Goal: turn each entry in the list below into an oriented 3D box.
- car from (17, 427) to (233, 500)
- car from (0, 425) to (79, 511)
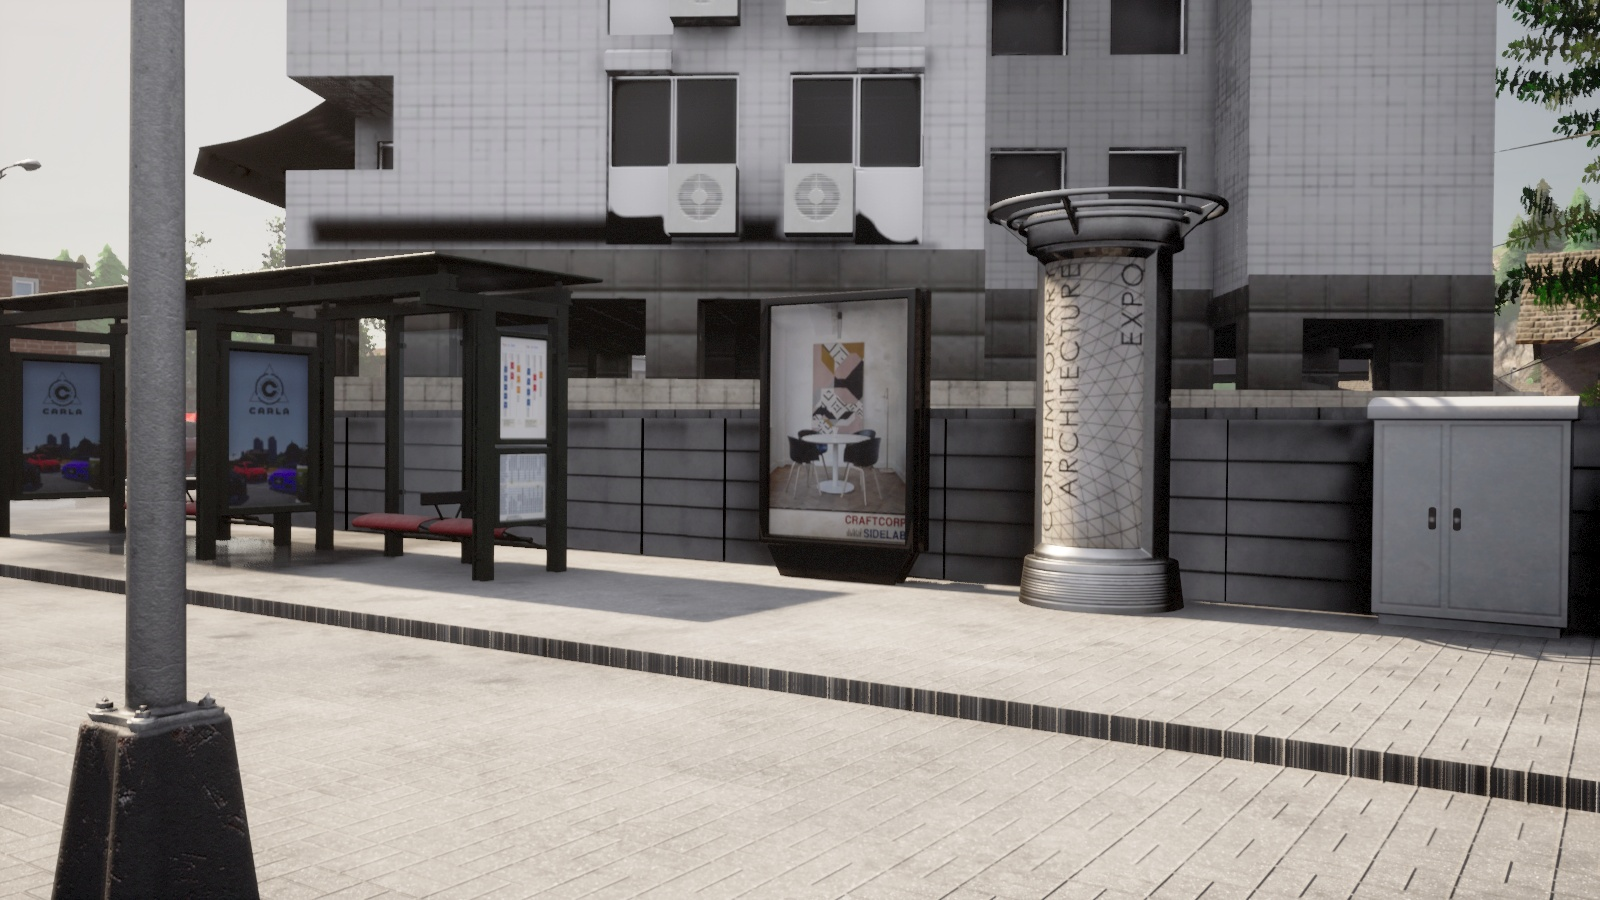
[{"bbox_3d":[-17.683,0.290,33.113,2.097,1.767,4.553,0,1,34],"label":"car"},{"bbox_3d":[-17.742,0.392,25.837,2.097,1.767,4.553,0,1,32],"label":"car"}]
